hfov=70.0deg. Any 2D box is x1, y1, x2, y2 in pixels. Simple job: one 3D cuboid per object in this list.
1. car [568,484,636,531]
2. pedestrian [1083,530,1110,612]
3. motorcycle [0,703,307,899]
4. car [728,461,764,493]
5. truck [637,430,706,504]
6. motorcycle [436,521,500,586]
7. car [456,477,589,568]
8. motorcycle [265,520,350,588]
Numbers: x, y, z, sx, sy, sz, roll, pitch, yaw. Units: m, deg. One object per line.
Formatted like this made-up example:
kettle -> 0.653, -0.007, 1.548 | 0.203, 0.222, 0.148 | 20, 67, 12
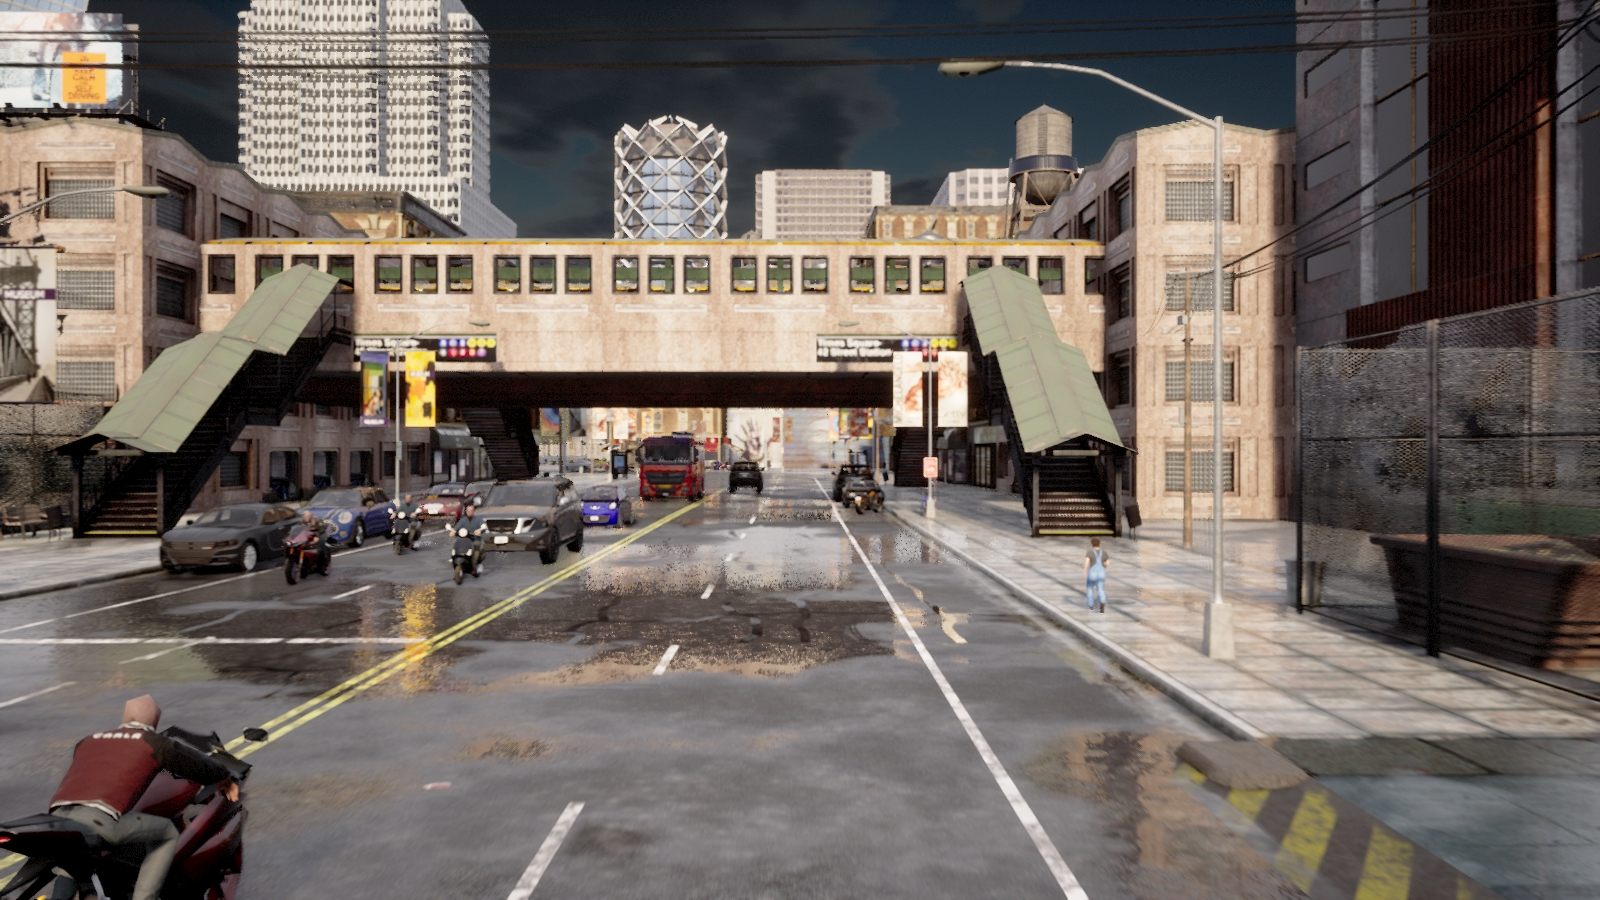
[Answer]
car -> -7.118, 2.037, 41.360 | 1.845, 1.501, 3.633 | 0, 0, 0
pedestrian -> 4.869, 1.976, 18.764 | 0.375, 1.300, 0.375 | 0, 0, 4
motorcycle -> -3.509, 2.205, 6.035 | 0.867, 1.251, 2.209 | 0, 0, 0
car -> -3.622, 1.777, 77.411 | 2.150, 2.045, 5.566 | 0, 0, 0
truck -> -7.074, 0.888, 63.879 | 2.891, 3.827, 8.468 | 0, 0, 0
motorcycle -> -7.069, 2.181, 24.428 | 0.856, 1.236, 1.805 | 0, 0, 0
car -> -7.090, 1.779, 29.890 | 2.150, 2.045, 5.566 | 0, 0, 0
motorcycle -> -10.571, 2.204, 24.619 | 0.867, 1.251, 2.209 | 0, 0, 0
